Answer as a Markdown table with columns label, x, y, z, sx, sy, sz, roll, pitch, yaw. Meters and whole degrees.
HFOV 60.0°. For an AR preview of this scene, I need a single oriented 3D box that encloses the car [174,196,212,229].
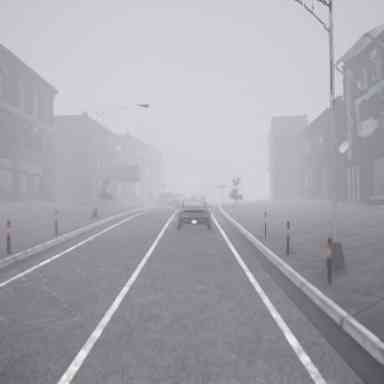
| label | x | y | z | sx | sy | sz | roll | pitch | yaw |
| --- | --- | --- | --- | --- | --- | --- | --- | --- | --- |
| car | 0.126 | 1.208 | 19.322 | 1.837 | 1.490 | 4.892 | 0 | 1 | 0 |

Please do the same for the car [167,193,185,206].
| label | x | y | z | sx | sy | sz | roll | pitch | yaw |
| --- | --- | --- | --- | --- | --- | --- | --- | --- | --- |
| car | -1.920 | 0.924 | 43.719 | 2.097 | 1.767 | 4.553 | 0 | 1 | 6 |

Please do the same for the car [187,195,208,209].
| label | x | y | z | sx | sy | sz | roll | pitch | yaw |
| --- | --- | --- | --- | --- | --- | --- | --- | --- | --- |
| car | 0.725 | 1.103 | 37.847 | 2.033 | 1.411 | 5.357 | 0 | 0 | 4 |
